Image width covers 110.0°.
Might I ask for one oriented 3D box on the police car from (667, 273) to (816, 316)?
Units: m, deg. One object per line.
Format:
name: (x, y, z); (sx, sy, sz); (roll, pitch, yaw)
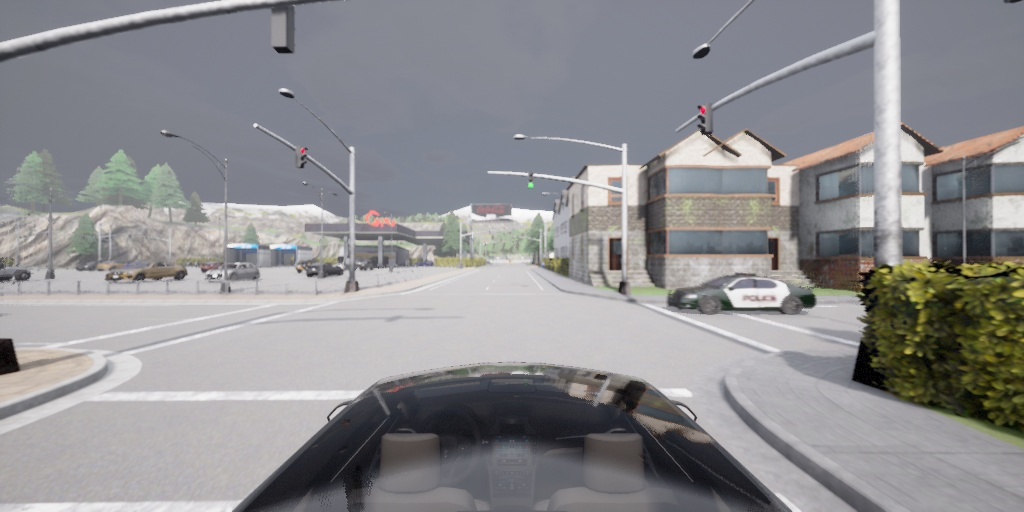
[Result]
police car: (8.842, 1.484, 14.188); (4.974, 1.542, 2.038); (0, 0, 0)
